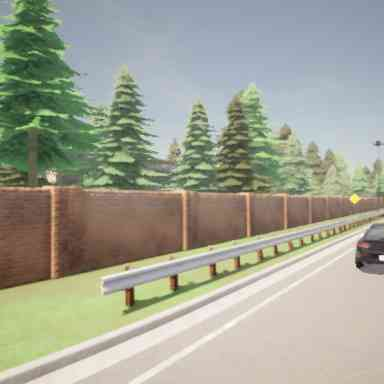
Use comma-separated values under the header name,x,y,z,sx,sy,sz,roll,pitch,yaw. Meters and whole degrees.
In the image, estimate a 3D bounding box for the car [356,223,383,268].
name,x,y,z,sx,sy,sz,roll,pitch,yaw
car,6.961,1.785,11.497,1.812,1.442,4.674,-1,-2,36
